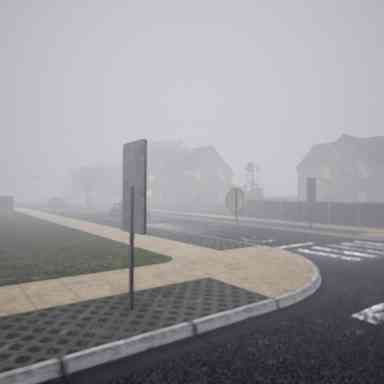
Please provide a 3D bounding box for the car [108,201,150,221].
[{"bbox_3d":[-5.090,1.465,26.517,2.128,1.511,4.902,1,0,-36],"label":"car"}]

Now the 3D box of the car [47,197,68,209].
[{"bbox_3d":[-18.122,1.510,44.613,1.837,1.490,4.892,1,-1,-36],"label":"car"}]
